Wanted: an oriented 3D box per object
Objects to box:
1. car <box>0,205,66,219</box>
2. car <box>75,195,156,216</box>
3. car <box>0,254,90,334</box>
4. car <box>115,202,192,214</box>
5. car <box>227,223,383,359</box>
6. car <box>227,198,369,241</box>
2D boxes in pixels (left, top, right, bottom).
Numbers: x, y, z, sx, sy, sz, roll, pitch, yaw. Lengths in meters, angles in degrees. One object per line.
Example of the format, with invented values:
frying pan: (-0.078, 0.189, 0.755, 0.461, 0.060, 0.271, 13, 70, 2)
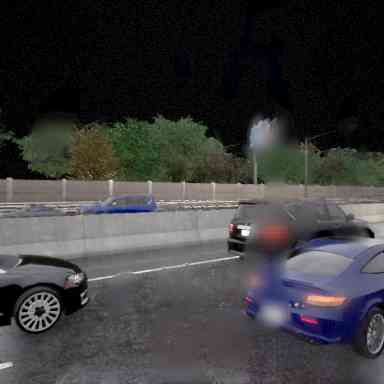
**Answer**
car: (-10.628, 1.565, 22.249, 4.181, 1.385, 1.994, 0, 0, -36)
car: (-4.827, 1.227, 22.140, 5.566, 2.045, 2.150, 0, 0, -36)
car: (-4.117, 1.491, 5.097, 4.902, 1.511, 2.128, 0, 0, -36)
car: (-1.574, 1.552, 20.175, 5.357, 1.411, 2.033, 0, 0, -36)
car: (2.987, 1.528, 5.951, 4.674, 1.442, 1.812, 0, 0, -36)
car: (3.651, 1.226, 10.745, 5.566, 2.045, 2.150, 0, 0, -36)
